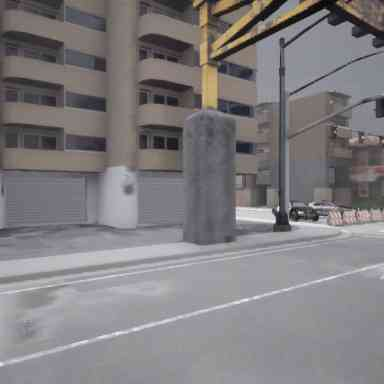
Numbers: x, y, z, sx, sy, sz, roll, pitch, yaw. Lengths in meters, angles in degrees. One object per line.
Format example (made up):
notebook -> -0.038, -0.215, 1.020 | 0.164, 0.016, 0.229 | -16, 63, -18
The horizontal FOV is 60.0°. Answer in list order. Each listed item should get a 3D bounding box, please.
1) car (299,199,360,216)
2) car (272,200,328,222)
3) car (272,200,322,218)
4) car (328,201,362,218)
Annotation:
car -> 11.757, 1.295, 28.613 | 4.536, 1.218, 1.853 | 0, 0, 34
car -> 8.225, 1.453, 26.434 | 2.038, 1.542, 4.974 | 0, 0, -11
car -> 8.215, 1.295, 26.485 | 1.853, 1.218, 4.536 | 0, 0, -11
car -> 11.800, 1.453, 28.584 | 4.974, 1.542, 2.038 | 0, 0, 34
